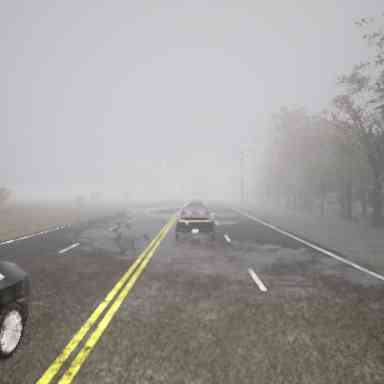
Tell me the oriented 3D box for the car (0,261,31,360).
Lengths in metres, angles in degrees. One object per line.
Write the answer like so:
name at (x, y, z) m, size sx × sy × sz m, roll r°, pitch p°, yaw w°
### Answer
car at (-3.342, 1.497, 3.108) m, size 1.837 × 1.490 × 4.892 m, roll 0°, pitch 0°, yaw 0°

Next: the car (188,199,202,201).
car at (0.430, 1.418, 37.532) m, size 1.994 × 1.385 × 4.181 m, roll 0°, pitch 0°, yaw 1°

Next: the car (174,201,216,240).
car at (0.156, 1.435, 16.507) m, size 2.128 × 1.511 × 4.902 m, roll 0°, pitch 0°, yaw 1°
